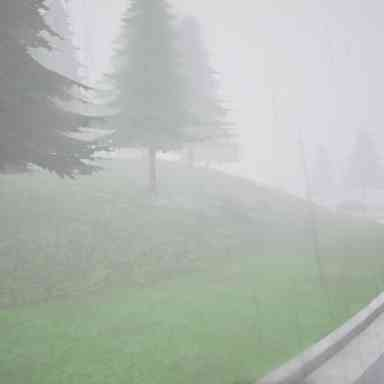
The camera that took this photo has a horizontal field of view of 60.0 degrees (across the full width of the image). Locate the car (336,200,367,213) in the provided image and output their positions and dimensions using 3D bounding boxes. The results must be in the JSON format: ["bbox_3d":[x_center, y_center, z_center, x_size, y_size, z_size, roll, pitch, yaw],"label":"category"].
[{"bbox_3d":[19.273,1.709,40.439,2.128,1.511,4.902,0,0,-2],"label":"car"}]
